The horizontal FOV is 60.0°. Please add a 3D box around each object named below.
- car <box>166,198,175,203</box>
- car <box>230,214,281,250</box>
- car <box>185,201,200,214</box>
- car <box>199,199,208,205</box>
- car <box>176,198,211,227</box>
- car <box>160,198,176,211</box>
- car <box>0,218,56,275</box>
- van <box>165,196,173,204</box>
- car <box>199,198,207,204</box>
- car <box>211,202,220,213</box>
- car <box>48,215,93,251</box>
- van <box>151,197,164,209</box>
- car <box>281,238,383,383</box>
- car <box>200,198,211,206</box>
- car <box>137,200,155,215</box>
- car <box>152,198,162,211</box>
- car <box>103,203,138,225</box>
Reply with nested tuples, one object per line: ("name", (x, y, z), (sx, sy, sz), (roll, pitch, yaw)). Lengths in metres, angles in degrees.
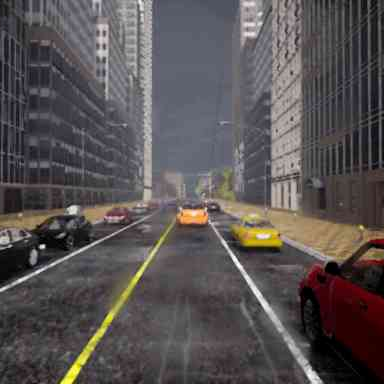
("car", (-5.687, 2.296, 88.706), (1.947, 1.339, 4.313), (0, 0, 0))
("car", (2.693, 1.657, 14.866), (1.752, 1.417, 4.829), (0, 0, 0))
("car", (0.103, 1.881, 41.559), (1.812, 1.442, 4.674), (0, 0, 0))
("car", (2.694, 2.224, 77.307), (1.802, 1.307, 4.206), (0, 0, 0))
("car", (0.099, 1.569, 24.834), (2.097, 1.767, 4.553), (0, 0, 0))
("car", (-3.010, 1.963, 46.820), (1.994, 1.385, 4.181), (0, -1, 0))
("car", (-5.687, 1.631, 9.017), (2.008, 1.369, 4.403), (0, -1, 0))
("van", (-5.685, 2.027, 83.016), (1.690, 1.788, 3.998), (0, 0, 0))
("car", (2.694, 2.213, 83.169), (1.752, 1.417, 4.829), (0, 0, 0))
("car", (2.693, 1.935, 43.157), (1.947, 1.339, 4.313), (0, 0, 0))
("car", (-5.688, 1.695, 14.709), (1.947, 1.339, 4.313), (0, -1, 0))
("van", (-5.686, 1.802, 54.556), (1.690, 1.788, 3.998), (0, 0, 0))
("car", (2.694, 1.346, 3.315), (2.192, 1.841, 5.009), (0, -1, 0))
("car", (2.695, 1.993, 65.924), (1.967, 1.590, 4.097), (0, 0, 0))
("car", (-5.687, 1.872, 37.477), (2.008, 1.369, 4.403), (0, 0, 0))
("car", (-5.687, 1.960, 48.861), (1.887, 1.381, 4.507), (0, 0, 0))
("car", (-5.687, 1.808, 26.092), (1.802, 1.307, 4.206), (0, 0, 0))
